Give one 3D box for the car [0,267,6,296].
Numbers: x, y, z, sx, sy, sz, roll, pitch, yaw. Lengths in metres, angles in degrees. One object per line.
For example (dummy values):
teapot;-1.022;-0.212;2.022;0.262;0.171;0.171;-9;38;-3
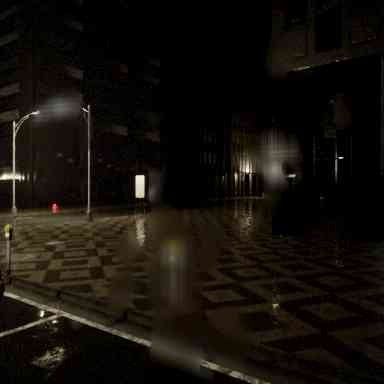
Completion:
car;-5.795;1.526;7.023;4.829;1.417;1.752;0;0;35
